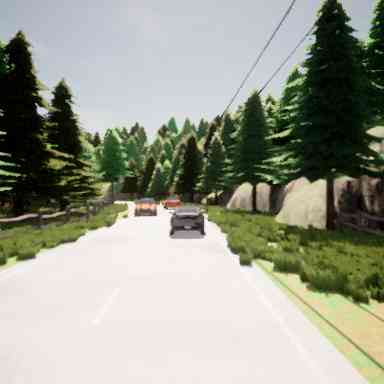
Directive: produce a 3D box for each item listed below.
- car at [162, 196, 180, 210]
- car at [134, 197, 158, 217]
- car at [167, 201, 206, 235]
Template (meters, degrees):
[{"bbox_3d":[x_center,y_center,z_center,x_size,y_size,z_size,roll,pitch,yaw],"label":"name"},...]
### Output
[{"bbox_3d":[-2.744,1.362,44.110,2.097,1.767,4.553,0,0,-11],"label":"car"},{"bbox_3d":[-4.257,1.364,31.350,2.097,1.767,4.553,0,0,-5],"label":"car"},{"bbox_3d":[-0.266,1.507,18.956,1.837,1.490,4.892,0,0,-1],"label":"car"}]
